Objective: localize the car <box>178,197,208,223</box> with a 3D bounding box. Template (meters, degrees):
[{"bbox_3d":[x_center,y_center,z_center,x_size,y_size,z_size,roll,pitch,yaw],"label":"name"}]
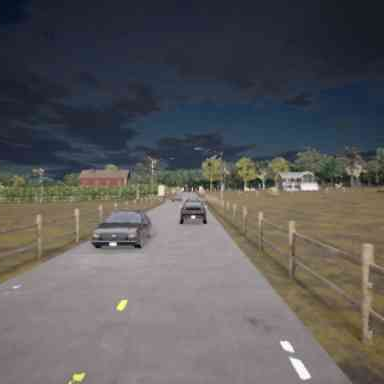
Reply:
[{"bbox_3d":[0.091,1.406,24.551,1.837,1.490,4.892,0,0,0],"label":"car"}]

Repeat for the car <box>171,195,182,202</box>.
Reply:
[{"bbox_3d":[-2.775,1.177,62.273,1.994,1.385,4.181,0,0,0],"label":"car"}]

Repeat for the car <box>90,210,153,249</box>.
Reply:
[{"bbox_3d":[-2.856,1.498,14.702,2.033,1.411,5.357,0,0,0],"label":"car"}]

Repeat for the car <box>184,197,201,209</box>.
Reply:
[{"bbox_3d":[0.084,1.342,42.380,1.994,1.385,4.181,0,0,0],"label":"car"}]
